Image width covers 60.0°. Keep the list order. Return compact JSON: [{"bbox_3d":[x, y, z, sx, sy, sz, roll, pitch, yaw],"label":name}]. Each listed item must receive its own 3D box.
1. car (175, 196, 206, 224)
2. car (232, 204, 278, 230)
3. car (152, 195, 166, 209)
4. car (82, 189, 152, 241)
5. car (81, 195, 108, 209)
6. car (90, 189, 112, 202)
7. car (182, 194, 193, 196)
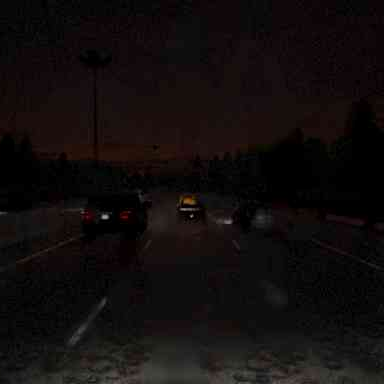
[{"bbox_3d":[-0.076,1.235,22.473,2.128,1.511,4.902,0,1,-1],"label":"car"},{"bbox_3d":[3.502,1.346,19.108,1.994,1.385,4.181,0,1,-1],"label":"car"},{"bbox_3d":[-3.953,1.074,36.748,2.128,1.511,4.902,0,1,-1],"label":"car"},{"bbox_3d":[-3.435,1.042,15.694,2.150,2.045,5.566,0,1,-1],"label":"car"},{"bbox_3d":[-11.193,1.068,38.617,1.837,1.490,4.892,0,0,-1],"label":"car"},{"bbox_3d":[-15.030,0.596,55.214,2.150,2.045,5.566,0,1,-1],"label":"car"},{"bbox_3d":[-0.521,1.027,39.658,1.882,1.535,5.008,0,1,-1],"label":"car"}]
